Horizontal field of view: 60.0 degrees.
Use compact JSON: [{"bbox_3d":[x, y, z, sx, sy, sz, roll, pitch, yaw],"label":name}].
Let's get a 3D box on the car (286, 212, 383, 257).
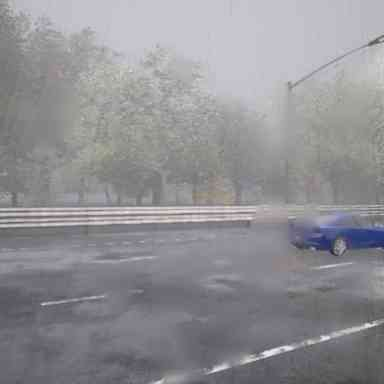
[{"bbox_3d":[6.050,1.564,13.268,5.008,1.535,1.882,1,0,-28],"label":"car"}]
